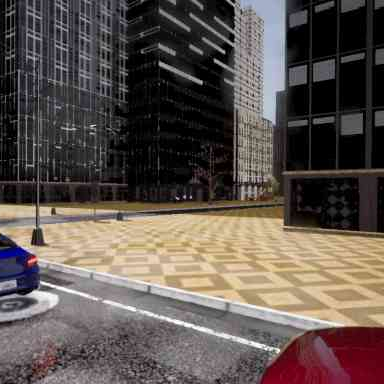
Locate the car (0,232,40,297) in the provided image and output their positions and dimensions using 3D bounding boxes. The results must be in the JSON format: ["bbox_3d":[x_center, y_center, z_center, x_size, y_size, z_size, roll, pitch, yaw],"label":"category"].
[{"bbox_3d":[-5.196,1.523,7.390,4.674,1.442,1.812,0,0,36],"label":"car"}]

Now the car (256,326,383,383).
[{"bbox_3d":[2.405,1.564,1.961,4.181,1.385,1.994,0,0,35],"label":"car"}]
